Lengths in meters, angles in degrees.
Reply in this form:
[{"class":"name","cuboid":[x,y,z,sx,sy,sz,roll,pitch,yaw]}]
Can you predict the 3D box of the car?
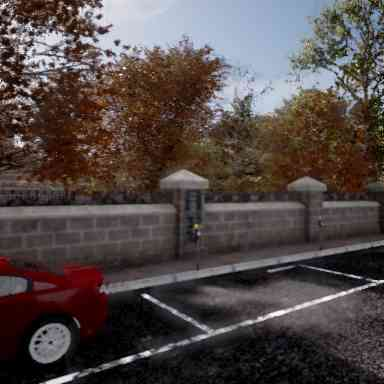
[{"class":"car","cuboid":[-3.335,1.542,4.184,4.507,1.381,1.887,1,0,-35]}]
